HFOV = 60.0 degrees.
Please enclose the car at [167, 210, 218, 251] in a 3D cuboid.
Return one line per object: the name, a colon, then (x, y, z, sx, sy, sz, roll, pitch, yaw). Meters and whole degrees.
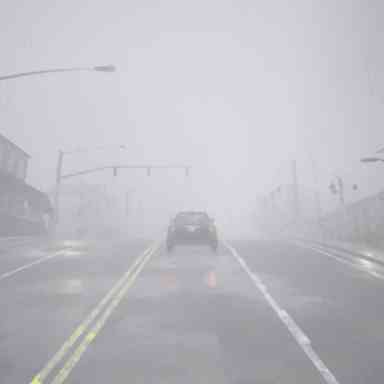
car: (0.016, 1.650, 15.446, 2.097, 1.767, 4.553, 0, -3, 0)
